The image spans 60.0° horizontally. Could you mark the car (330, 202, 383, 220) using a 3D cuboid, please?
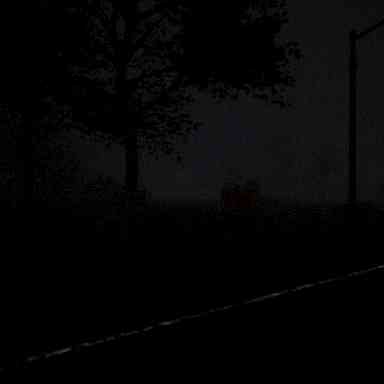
[{"bbox_3d":[14.630,1.527,28.310,2.033,1.411,5.357,-1,1,-35],"label":"car"}]
